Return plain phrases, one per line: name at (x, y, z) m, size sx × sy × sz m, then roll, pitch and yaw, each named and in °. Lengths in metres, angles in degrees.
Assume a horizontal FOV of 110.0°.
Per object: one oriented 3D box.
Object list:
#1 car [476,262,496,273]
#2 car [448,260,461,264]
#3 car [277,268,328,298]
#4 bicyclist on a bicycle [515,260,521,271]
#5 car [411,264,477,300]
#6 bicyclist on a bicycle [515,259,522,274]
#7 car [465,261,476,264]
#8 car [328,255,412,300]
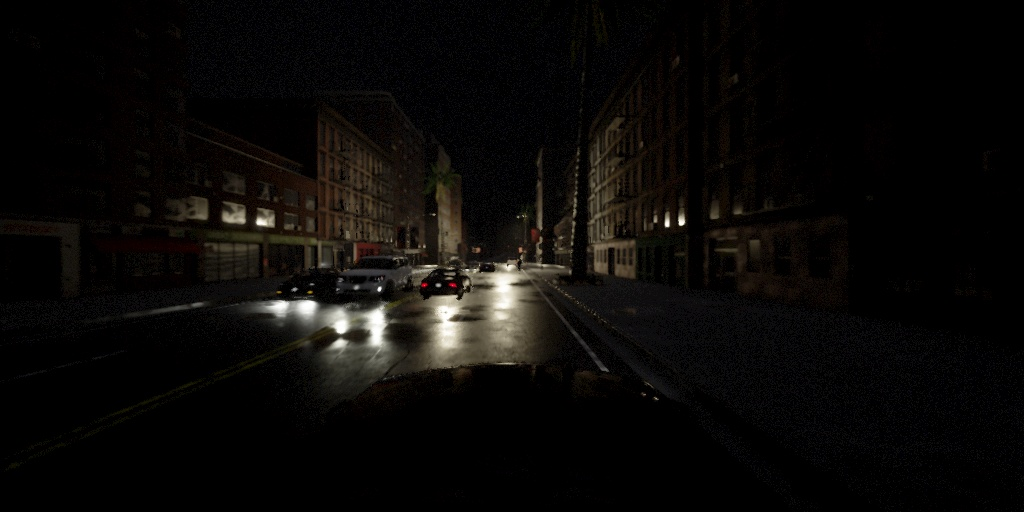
car at (-3.161, 1.430, 46.841) m, size 1.994 × 1.385 × 4.181 m, roll 0°, pitch 0°, yaw 0°
car at (-9.795, 1.444, 61.327) m, size 1.837 × 1.490 × 4.892 m, roll 0°, pitch 0°, yaw 1°
car at (-9.852, 1.326, 18.230) m, size 1.994 × 1.385 × 4.181 m, roll 0°, pitch 0°, yaw 0°
bicyclist on a bicycle at (0.889, 1.334, 52.971) m, size 0.866 × 1.612 × 1.509 m, roll 0°, pitch 0°, yaw 0°
car at (-3.153, 1.309, 17.871) m, size 2.033 × 1.411 × 5.357 m, roll 0°, pitch 0°, yaw 0°
bicyclist on a bicycle at (0.884, 1.218, 42.979) m, size 0.659 × 1.776 × 1.843 m, roll 0°, pitch 0°, yaw 0°
car at (-6.546, 1.476, 58.909) m, size 2.033 × 1.411 × 5.357 m, roll 0°, pitch 0°, yaw 1°
car at (-6.605, 0.983, 17.980) m, size 2.150 × 2.045 × 5.566 m, roll 0°, pitch 0°, yaw 0°
